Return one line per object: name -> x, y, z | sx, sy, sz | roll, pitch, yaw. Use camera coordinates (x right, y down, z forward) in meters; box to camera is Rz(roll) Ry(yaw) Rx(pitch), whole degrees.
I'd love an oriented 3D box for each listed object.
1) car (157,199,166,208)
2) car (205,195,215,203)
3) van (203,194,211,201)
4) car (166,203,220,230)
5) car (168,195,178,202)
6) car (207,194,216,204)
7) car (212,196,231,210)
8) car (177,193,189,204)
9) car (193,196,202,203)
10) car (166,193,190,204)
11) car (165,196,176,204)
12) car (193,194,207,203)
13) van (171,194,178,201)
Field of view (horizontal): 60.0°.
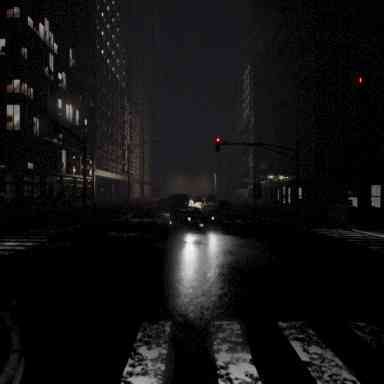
car -> -4.055, 1.592, 47.264 | 1.802, 1.307, 4.206 | 0, 0, 0
car -> 3.719, 1.432, 69.412 | 1.967, 1.590, 4.097 | 0, 0, 0
van -> 3.665, 1.321, 80.467 | 1.690, 1.788, 3.998 | 0, 0, 0
car -> -0.085, 1.623, 21.435 | 1.895, 1.301, 4.718 | 0, 0, -17
car -> -4.188, 1.426, 74.902 | 1.967, 1.590, 4.097 | 0, 0, 0
car -> 3.746, 1.313, 63.884 | 2.192, 1.841, 5.009 | 0, 0, 0
car -> 3.902, 1.579, 41.776 | 1.947, 1.339, 4.313 | 0, 0, 0
car -> -1.601, 1.221, 63.848 | 2.150, 2.045, 5.566 | 0, 0, 0
car -> 1.145, 1.528, 73.303 | 2.033, 1.411, 5.357 | 0, 0, 0
car -> -1.551, 1.235, 39.195 | 2.150, 2.045, 5.566 | 0, 0, 0
car -> -4.135, 1.564, 63.846 | 1.947, 1.339, 4.313 | 0, 0, 0
car -> 1.271, 1.524, 62.996 | 1.812, 1.442, 4.674 | 0, 0, 0
van -> -4.215, 1.321, 80.429 | 1.690, 1.788, 3.998 | 0, 0, 0
